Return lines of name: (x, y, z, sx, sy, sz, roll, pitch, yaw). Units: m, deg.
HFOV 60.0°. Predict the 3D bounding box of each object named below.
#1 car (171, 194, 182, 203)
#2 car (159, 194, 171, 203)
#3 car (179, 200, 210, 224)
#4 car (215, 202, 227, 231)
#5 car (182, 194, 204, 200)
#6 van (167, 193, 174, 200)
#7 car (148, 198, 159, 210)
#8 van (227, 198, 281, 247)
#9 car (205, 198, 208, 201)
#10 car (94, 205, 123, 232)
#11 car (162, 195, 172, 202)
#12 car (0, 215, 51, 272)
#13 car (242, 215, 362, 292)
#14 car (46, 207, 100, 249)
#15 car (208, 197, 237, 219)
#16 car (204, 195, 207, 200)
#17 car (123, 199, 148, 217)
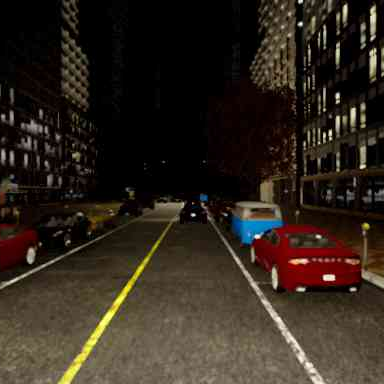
car: (-3.006, 1.463, 69.828, 1.837, 1.490, 4.892, 0, 0, 0)
car: (-5.697, 1.537, 65.430, 1.947, 1.339, 4.313, 0, 0, 0)
car: (0.097, 1.556, 25.011, 1.994, 1.385, 4.181, 0, 0, 0)
car: (2.687, 1.544, 20.085, 2.008, 1.369, 4.403, 0, 0, 0)
car: (0.096, 1.336, 42.210, 2.097, 1.767, 4.553, 0, 0, 0)
van: (-5.699, 1.295, 88.103, 1.690, 1.788, 3.998, 0, 0, 0)
car: (-5.695, 1.566, 42.758, 1.802, 1.307, 4.206, 0, 0, 0)
van: (2.687, 1.337, 14.417, 1.690, 1.788, 3.998, 0, 0, 0)
car: (2.686, 1.568, 37.089, 1.802, 1.307, 4.206, 0, 0, 0)
car: (-5.694, 1.519, 19.915, 1.752, 1.417, 4.829, 0, 0, 0)
car: (-5.698, 1.404, 76.766, 1.967, 1.590, 4.097, 0, 0, 0)
car: (-5.693, 1.542, 8.750, 1.887, 1.381, 4.507, 0, 0, 0)
car: (2.687, 1.542, 8.749, 1.887, 1.381, 4.507, 0, 0, 0)
car: (-5.693, 1.561, 14.417, 1.947, 1.339, 4.313, 0, 0, 0)
car: (2.686, 1.306, 25.753, 2.192, 1.841, 5.009, 0, 0, 0)
car: (2.685, 1.547, 48.426, 1.947, 1.339, 4.313, 0, 0, 0)
car: (-5.694, 1.555, 31.421, 1.947, 1.339, 4.313, 0, 0, 0)
